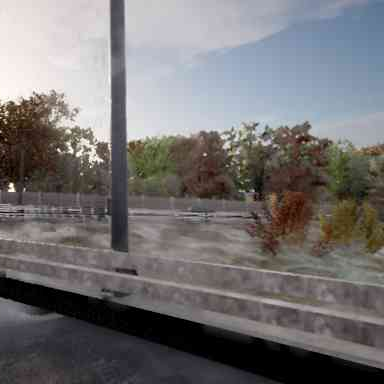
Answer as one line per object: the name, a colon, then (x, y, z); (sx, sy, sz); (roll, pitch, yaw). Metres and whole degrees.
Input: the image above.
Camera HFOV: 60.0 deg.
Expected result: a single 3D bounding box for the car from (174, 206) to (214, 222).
car: (0.365, 2.973, 45.444); (5.566, 2.045, 2.150); (3, -2, -26)
